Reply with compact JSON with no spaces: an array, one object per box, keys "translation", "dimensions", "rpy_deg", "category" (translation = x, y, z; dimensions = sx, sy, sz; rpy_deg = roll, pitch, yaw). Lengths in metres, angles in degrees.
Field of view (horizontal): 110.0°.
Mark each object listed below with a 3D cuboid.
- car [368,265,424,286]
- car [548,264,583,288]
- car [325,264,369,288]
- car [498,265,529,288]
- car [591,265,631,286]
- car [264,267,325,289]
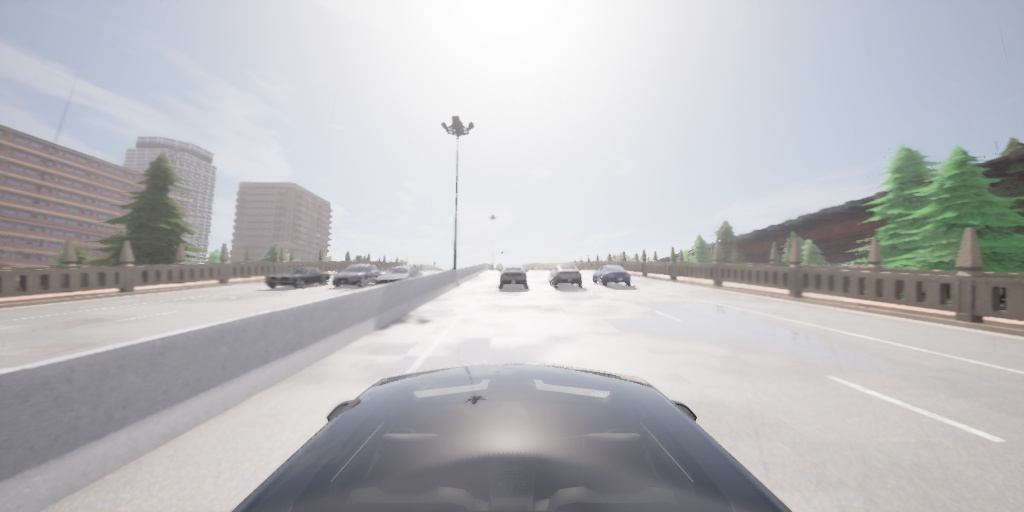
[{"translation":[-7.095,1.373,23.246],"dimensions":[2.033,1.411,5.357],"rpy_deg":[0,0,0],"category":"car"},{"translation":[3.603,1.324,24.741],"dimensions":[2.128,1.511,4.902],"rpy_deg":[0,0,0],"category":"car"},{"translation":[-10.586,1.336,24.826],"dimensions":[1.837,1.490,4.892],"rpy_deg":[0,0,0],"category":"car"},{"translation":[0.104,1.337,24.491],"dimensions":[1.837,1.490,4.892],"rpy_deg":[0,0,0],"category":"car"},{"translation":[7.104,1.362,25.790],"dimensions":[1.812,1.442,4.674],"rpy_deg":[0,0,0],"category":"car"},{"translation":[-14.090,1.429,23.854],"dimensions":[1.895,1.301,4.718],"rpy_deg":[0,0,0],"category":"car"}]
